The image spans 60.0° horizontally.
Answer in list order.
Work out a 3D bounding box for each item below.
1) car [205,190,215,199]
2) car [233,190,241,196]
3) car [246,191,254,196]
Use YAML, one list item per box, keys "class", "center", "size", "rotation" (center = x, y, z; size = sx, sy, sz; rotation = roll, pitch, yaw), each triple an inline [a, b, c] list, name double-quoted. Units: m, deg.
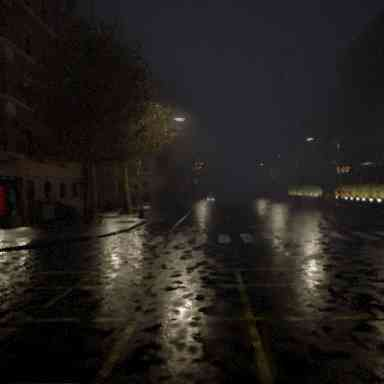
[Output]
- class: "car"
  center: [4.661, 0.862, 81.805]
  size: [2.128, 1.511, 4.902]
  rotation: [-2, 0, 4]
- class: "car"
  center: [12.272, 0.394, 91.128]
  size: [1.812, 1.442, 4.674]
  rotation: [-2, 0, 4]
- class: "car"
  center: [15.764, 0.299, 90.904]
  size: [2.033, 1.411, 5.357]
  rotation: [-2, 0, 4]
